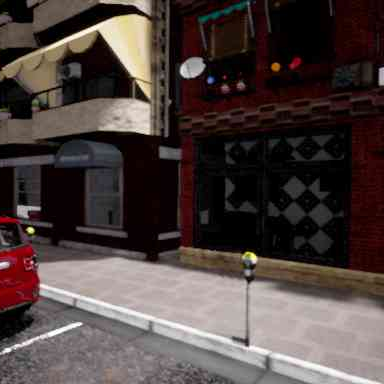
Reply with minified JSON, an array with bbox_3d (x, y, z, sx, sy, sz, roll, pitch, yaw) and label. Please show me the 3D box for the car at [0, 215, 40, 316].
[{"bbox_3d":[-4.850,1.310,6.162,5.009,1.841,2.192,0,1,35],"label":"car"}]
